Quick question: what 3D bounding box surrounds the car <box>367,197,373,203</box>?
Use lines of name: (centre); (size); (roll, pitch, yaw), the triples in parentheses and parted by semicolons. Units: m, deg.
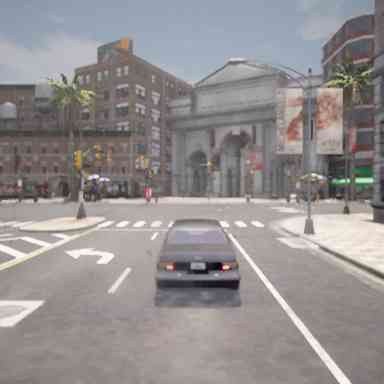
car: (24.199, 0.916, 41.019); (4.892, 1.490, 1.837); (0, 1, 1)

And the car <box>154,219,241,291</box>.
car: (0.118, 1.419, 8.834); (2.033, 1.411, 5.357); (0, 1, 0)

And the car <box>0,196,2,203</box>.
car: (-26.427, 0.909, 41.501); (4.892, 1.490, 1.837); (0, 1, 2)
